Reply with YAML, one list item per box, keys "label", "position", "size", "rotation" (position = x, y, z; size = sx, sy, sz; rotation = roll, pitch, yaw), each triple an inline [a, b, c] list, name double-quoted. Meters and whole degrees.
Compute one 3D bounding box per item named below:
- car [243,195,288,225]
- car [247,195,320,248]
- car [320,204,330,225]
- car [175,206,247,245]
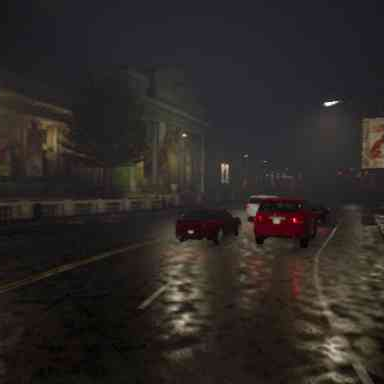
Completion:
- label: "car"
  position: [5.965, 1.293, 26.351]
  size: [2.150, 2.045, 5.566]
  rotation: [0, 0, 27]
- label: "car"
  position: [4.474, 1.269, 15.527]
  size: [2.150, 2.045, 5.566]
  rotation: [0, 0, 25]
- label: "car"
  position: [9.230, 1.571, 25.038]
  size: [1.882, 1.535, 5.008]
  rotation: [0, 0, 27]
- label: "car"
  position: [0.949, 1.502, 16.060]
  size: [1.882, 1.535, 5.008]
  rotation: [0, 0, 24]
